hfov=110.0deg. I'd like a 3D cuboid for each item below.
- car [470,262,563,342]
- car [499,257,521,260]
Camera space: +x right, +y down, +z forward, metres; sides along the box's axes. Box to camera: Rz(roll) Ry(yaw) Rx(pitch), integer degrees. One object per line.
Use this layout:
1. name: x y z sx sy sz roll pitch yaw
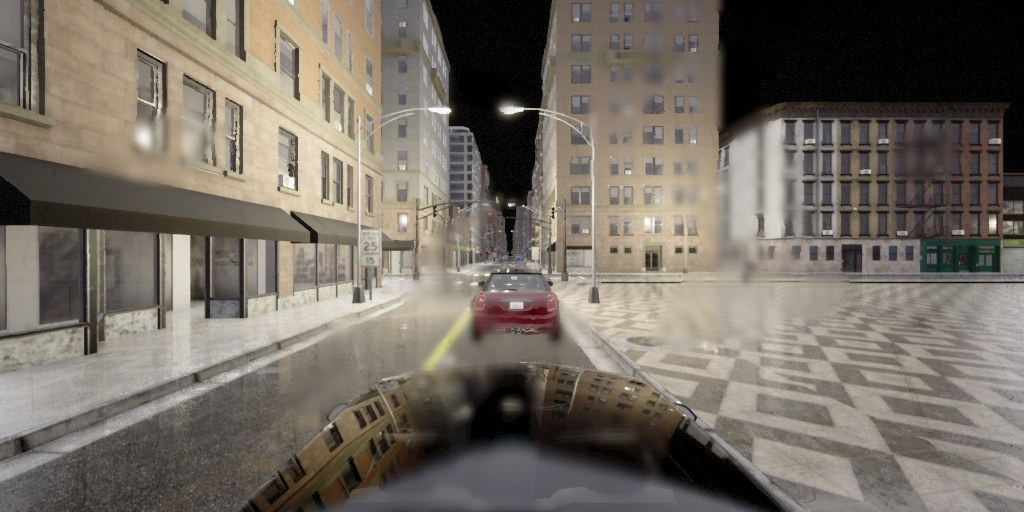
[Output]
1. car: 0.104 1.102 9.956 2.097 1.767 4.553 0 0 0
2. car: 0.054 1.101 19.772 2.097 1.767 4.553 0 0 -1
